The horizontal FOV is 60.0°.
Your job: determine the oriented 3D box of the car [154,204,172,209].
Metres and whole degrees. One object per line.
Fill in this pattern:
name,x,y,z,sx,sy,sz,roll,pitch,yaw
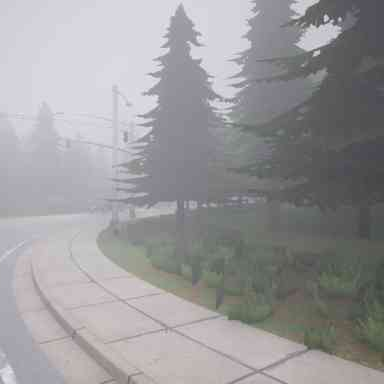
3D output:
car,-4.495,1.526,45.422,1.812,1.442,4.674,0,0,29

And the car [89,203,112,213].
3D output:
car,-9.140,1.491,36.517,2.128,1.511,4.902,0,0,27
